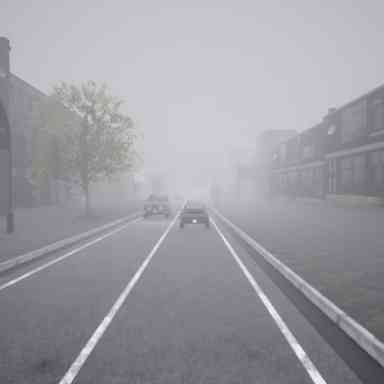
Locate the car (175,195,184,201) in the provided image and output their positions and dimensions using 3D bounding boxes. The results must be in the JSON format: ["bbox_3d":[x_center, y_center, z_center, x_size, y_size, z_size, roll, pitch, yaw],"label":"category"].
[{"bbox_3d":[-2.770,1.252,71.864,1.994,1.385,4.181,0,1,0],"label":"car"}]

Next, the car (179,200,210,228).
[{"bbox_3d":[0.171,1.529,22.671,1.837,1.490,4.892,0,0,0],"label":"car"}]

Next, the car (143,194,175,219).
[{"bbox_3d":[-3.003,1.246,29.944,2.150,2.045,5.566,0,0,0],"label":"car"}]
